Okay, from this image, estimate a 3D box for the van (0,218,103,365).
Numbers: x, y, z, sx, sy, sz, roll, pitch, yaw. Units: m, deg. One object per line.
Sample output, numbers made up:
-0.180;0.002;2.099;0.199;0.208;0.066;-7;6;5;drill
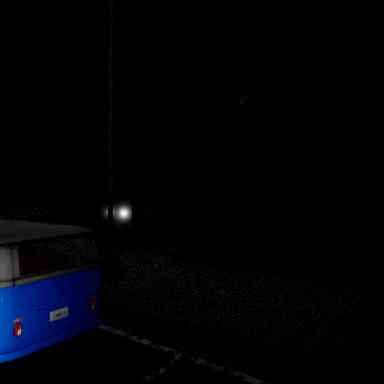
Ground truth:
-3.224;1.341;5.377;3.998;1.788;1.690;0;0;36;van
